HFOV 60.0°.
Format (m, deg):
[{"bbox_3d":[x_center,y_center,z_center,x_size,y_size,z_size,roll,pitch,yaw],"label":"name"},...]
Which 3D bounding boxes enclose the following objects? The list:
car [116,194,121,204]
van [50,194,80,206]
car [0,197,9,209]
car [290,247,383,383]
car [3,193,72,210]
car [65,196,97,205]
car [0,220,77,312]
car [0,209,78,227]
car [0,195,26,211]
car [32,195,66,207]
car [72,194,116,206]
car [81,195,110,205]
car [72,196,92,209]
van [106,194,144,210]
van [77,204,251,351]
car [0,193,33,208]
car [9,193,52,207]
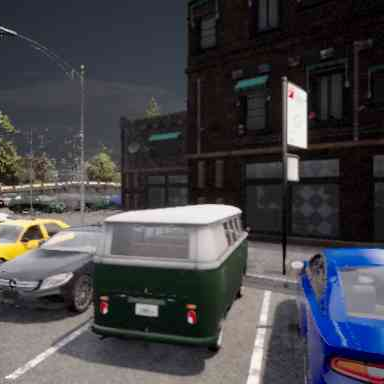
[{"bbox_3d":[-10.395,1.243,40.382,5.566,2.045,2.435,1,1,14],"label":"car"},{"bbox_3d":[-21.014,1.275,55.100,4.442,1.987,1.878,-1,0,14],"label":"van"},{"bbox_3d":[-27.690,1.523,45.050,4.792,1.488,2.163,-1,0,14],"label":"car"},{"bbox_3d":[2.415,1.485,4.439,2.097,1.535,5.008,0,-1,16],"label":"car"},{"bbox_3d":[-15.309,1.239,33.029,5.566,2.045,2.435,1,0,14],"label":"car"},{"bbox_3d":[-19.211,1.501,57.584,4.892,1.521,2.231,-1,-1,14],"label":"car"},{"bbox_3d":[-2.464,1.524,7.936,2.002,1.452,4.674,1,-1,15],"label":"car"},{"bbox_3d":[-4.965,1.478,9.496,1.946,1.575,5.366,1,-1,15],"label":"car"},{"bbox_3d":[-9.816,1.232,13.187,2.435,2.045,5.566,0,-1,15],"label":"car"},{"bbox_3d":[-22.620,1.373,52.586,4.553,1.767,2.185,-1,-1,14],"label":"car"},{"bbox_3d":[-12.053,1.241,37.931,5.566,2.045,2.435,1,1,14],"label":"car"},{"bbox_3d":[-17.484,1.375,60.063,4.553,1.767,2.185,-1,0,14],"label":"car"},{"bbox_3d":[-13.710,1.520,35.470,4.792,1.488,2.163,1,1,14],"label":"car"},{"bbox_3d":[-8.598,1.271,42.809,4.442,1.987,1.878,1,0,14],"label":"van"},{"bbox_3d":[0.006,1.261,6.305,1.878,1.987,4.442,0,-1,15],"label":"van"},{"bbox_3d":[-26.002,1.244,47.559,5.566,2.045,2.435,-1,0,14],"label":"car"},{"bbox_3d":[-24.255,1.245,50.072,5.566,2.045,2.435,-1,-1,14],"label":"car"}]
